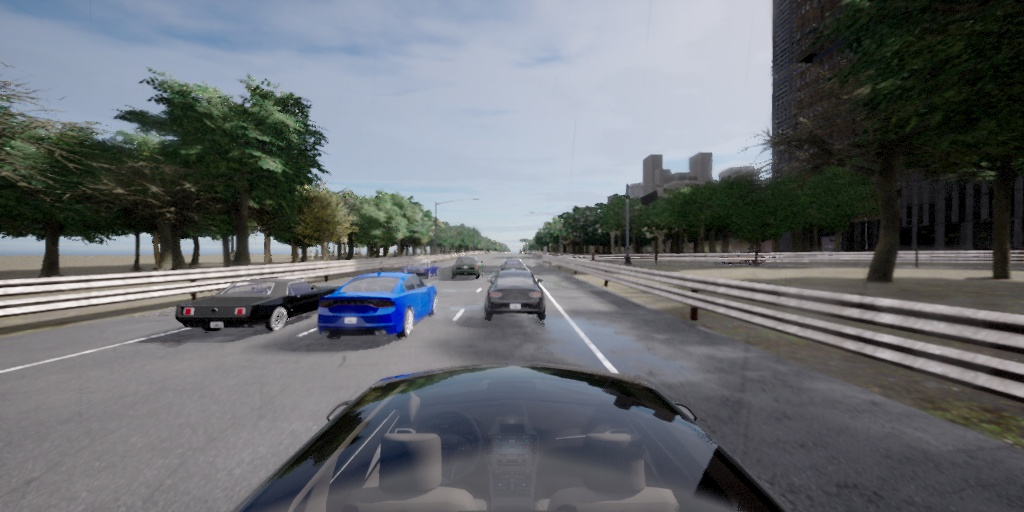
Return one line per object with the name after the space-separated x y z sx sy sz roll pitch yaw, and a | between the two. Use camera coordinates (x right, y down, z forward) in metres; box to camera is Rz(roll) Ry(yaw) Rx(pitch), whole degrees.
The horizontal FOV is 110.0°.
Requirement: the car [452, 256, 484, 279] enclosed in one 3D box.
-3.404 0.796 28.373 2.097 1.767 4.553 0 1 0 | car

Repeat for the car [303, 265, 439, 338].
-3.402 1.185 10.038 1.882 1.535 5.008 0 1 0 | car

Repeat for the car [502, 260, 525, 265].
0.097 0.993 29.352 1.994 1.385 4.181 0 1 0 | car

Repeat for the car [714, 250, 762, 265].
25.468 0.126 40.568 2.097 1.767 4.553 0 0 -38 | car

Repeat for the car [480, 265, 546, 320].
0.099 1.209 12.283 1.812 1.442 4.674 0 1 0 | car

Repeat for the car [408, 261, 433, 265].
-6.901 1.058 27.480 1.895 1.301 4.718 0 1 0 | car

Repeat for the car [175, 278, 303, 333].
-6.901 1.302 10.610 1.895 1.301 4.718 0 1 0 | car
